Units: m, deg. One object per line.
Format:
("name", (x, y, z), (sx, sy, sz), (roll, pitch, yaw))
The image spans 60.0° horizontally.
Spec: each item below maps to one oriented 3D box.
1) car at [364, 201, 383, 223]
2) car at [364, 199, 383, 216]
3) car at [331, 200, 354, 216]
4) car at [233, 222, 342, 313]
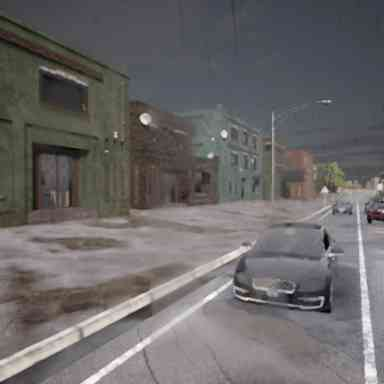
("car", (14.814, 1.477, 25.939), (2.097, 1.767, 4.553), (0, 0, 26))
("car", (20.247, 1.649, 36.911), (2.033, 1.411, 5.357), (0, 2, 26))
("car", (15.764, 1.617, 34.808), (2.128, 1.511, 4.902), (0, 0, 26))
("car", (2.472, 1.545, 8.016), (1.837, 1.490, 4.892), (0, 0, 26))
